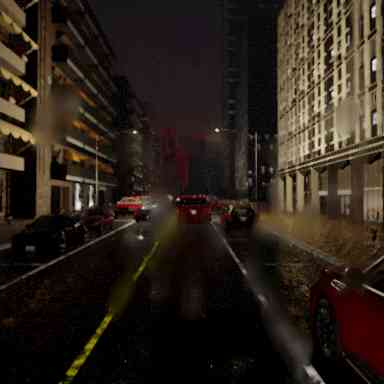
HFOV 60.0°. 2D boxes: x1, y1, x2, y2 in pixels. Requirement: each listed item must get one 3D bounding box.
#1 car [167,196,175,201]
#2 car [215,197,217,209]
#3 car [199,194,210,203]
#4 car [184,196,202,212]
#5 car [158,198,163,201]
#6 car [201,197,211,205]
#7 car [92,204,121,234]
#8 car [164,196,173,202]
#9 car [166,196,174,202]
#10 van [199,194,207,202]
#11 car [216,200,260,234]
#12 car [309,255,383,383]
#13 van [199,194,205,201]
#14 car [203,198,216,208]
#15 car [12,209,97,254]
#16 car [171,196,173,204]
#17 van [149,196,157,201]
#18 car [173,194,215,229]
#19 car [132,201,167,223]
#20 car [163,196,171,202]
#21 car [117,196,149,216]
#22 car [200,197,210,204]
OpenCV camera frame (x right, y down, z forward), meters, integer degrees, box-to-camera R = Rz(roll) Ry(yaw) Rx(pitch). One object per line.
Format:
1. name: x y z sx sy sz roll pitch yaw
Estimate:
1. car: -5.679 1.717 90.688 1.752 1.417 4.829 1 0 0
2. car: 2.702 1.672 41.633 1.802 1.307 4.206 1 0 0
3. car: 2.705 1.473 74.359 2.192 1.841 5.009 1 0 0
4. car: 0.097 1.441 41.251 2.097 1.767 4.553 0 0 0
5. car: -5.646 1.682 47.080 1.802 1.307 4.206 1 0 0
6. car: 2.701 1.718 63.823 1.802 1.307 4.206 1 0 0
7. car: -5.644 1.624 19.347 1.802 1.307 4.206 1 0 0
8. car: -5.679 1.693 79.665 1.752 1.417 4.829 1 0 0
9. car: -5.679 1.705 85.178 1.752 1.417 4.829 1 0 0
10. van: 2.705 1.511 79.867 1.690 1.788 3.998 1 0 0
11. car: 2.706 1.483 19.442 1.967 1.590 4.097 1 0 0
12. car: 2.709 1.322 2.799 2.192 1.841 5.009 1 0 0
13. van: 2.704 1.534 90.883 1.690 1.788 3.998 1 0 0
14. car: 2.702 1.658 52.728 1.887 1.381 4.507 1 0 0
15. car: -5.644 1.596 13.800 1.947 1.339 4.313 1 0 0
16. car: -3.007 1.683 66.141 2.033 1.411 5.357 0 0 0
17. van: -5.640 1.430 41.533 1.690 1.788 3.998 1 0 0
18. car: 0.099 1.270 21.882 2.150 2.045 5.566 0 0 0
19. car: -3.099 1.619 25.595 1.994 1.385 4.181 0 0 0
20. car: -5.646 1.717 63.720 1.802 1.307 4.206 1 0 0
21. car: -5.639 1.381 30.440 2.192 1.841 5.009 1 0 0
22. car: 2.700 1.728 68.851 1.802 1.307 4.206 1 0 0
